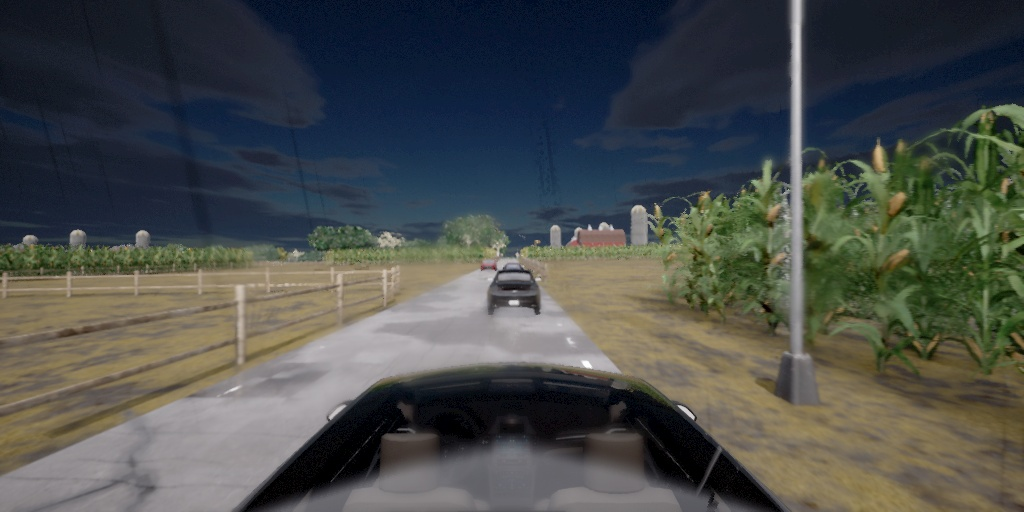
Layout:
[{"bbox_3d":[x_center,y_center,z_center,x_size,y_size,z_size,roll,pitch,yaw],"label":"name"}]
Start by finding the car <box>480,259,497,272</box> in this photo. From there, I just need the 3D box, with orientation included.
[{"bbox_3d":[-2.839,1.115,44.588,1.882,1.535,5.008,0,0,0],"label":"car"}]

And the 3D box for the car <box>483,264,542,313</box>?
[{"bbox_3d":[0.085,1.241,13.813,1.837,1.490,4.892,0,0,0],"label":"car"}]
